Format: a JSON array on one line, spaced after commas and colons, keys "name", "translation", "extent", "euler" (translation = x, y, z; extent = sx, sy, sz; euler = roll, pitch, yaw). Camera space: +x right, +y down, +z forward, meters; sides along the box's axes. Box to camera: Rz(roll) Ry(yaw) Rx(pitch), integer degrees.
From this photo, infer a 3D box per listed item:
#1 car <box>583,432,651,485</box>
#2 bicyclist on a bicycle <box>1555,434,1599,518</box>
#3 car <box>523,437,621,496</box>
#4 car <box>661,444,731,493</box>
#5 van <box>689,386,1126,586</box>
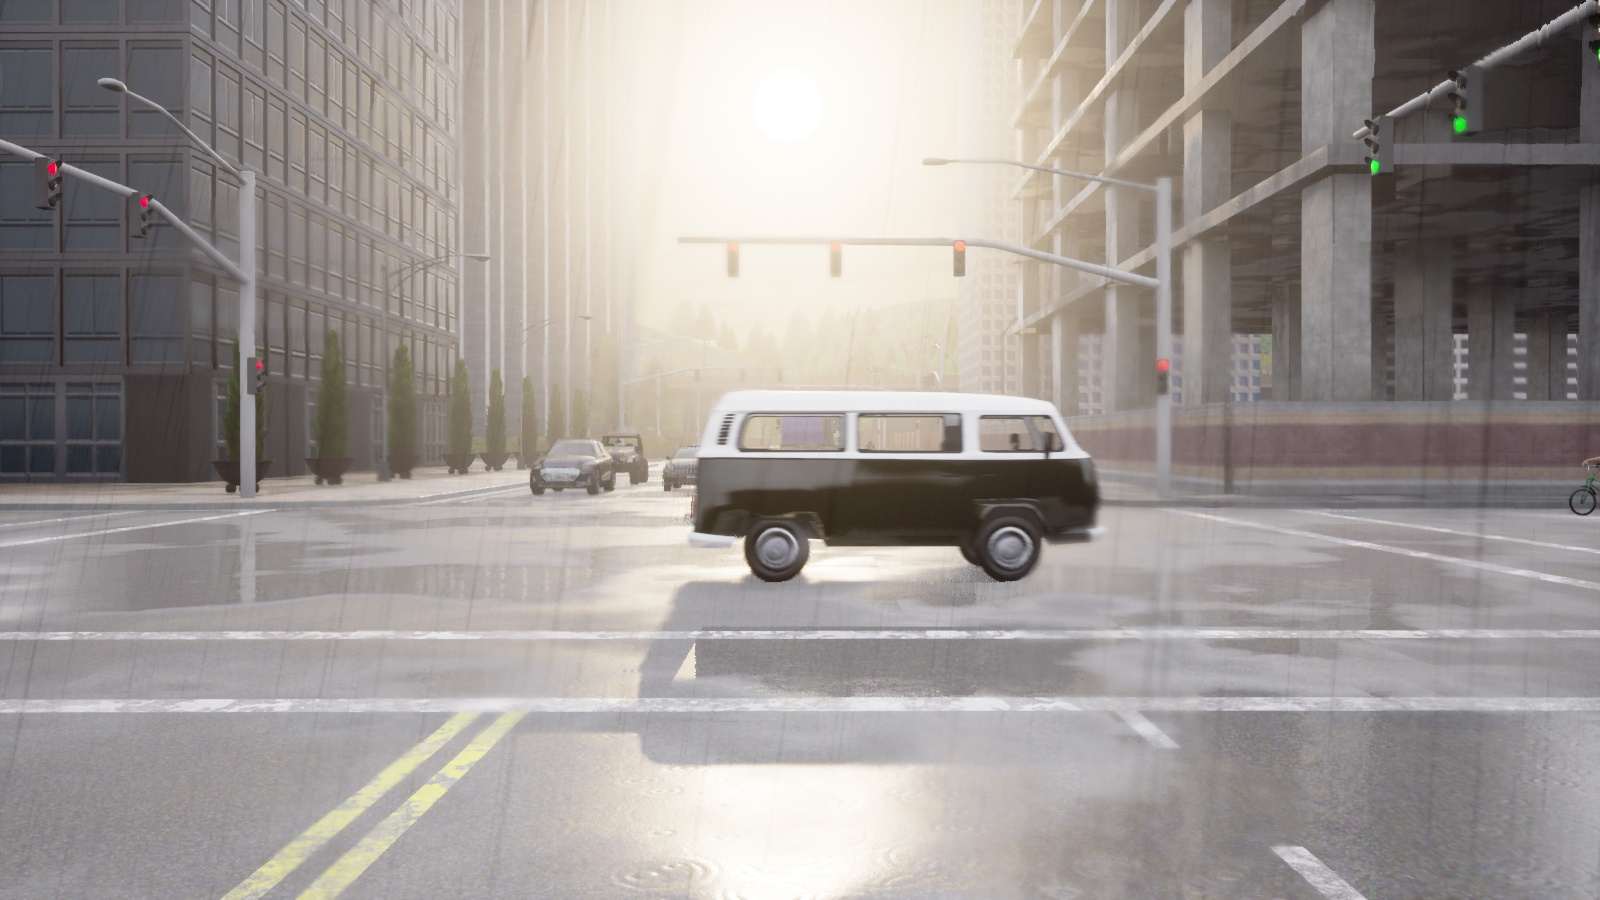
[{"name": "car", "translation": [-6.726, 0.274, 46.513], "extent": [1.905, 1.878, 3.866], "euler": [0, 0, 0]}, {"name": "bicyclist on a bicycle", "translation": [15.731, 0.502, 24.463], "extent": [1.509, 1.612, 0.866], "euler": [0, 0, 0]}, {"name": "car", "translation": [-6.774, 0.457, 37.851], "extent": [2.033, 1.649, 4.856], "euler": [0, 0, 0]}, {"name": "car", "translation": [-3.261, 0.543, 40.083], "extent": [1.812, 1.442, 4.674], "euler": [0, 0, 0]}, {"name": "van", "translation": [1.095, 0.364, 13.910], "extent": [4.480, 2.038, 2.069], "euler": [0, 0, -1]}]
